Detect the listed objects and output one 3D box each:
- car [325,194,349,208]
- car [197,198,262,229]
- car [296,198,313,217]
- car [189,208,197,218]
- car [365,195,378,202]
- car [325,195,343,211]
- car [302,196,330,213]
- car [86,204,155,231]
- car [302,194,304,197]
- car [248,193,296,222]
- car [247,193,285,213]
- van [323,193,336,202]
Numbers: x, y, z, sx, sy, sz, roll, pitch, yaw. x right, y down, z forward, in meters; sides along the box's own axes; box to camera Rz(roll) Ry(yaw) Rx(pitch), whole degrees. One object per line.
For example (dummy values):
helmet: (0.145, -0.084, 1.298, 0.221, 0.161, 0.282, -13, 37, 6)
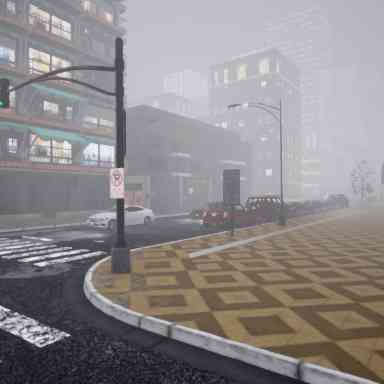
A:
car: (18.995, 1.167, 43.302, 2.192, 1.841, 5.009, -1, 0, 36)
car: (2.439, 1.352, 20.765, 1.967, 1.590, 4.097, -1, 0, 36)
car: (9.064, 1.470, 29.779, 1.802, 1.307, 4.206, -1, 0, 36)
car: (1.986, 1.514, 29.291, 2.033, 1.411, 5.357, -1, 0, 36)
car: (35.555, 1.333, 65.838, 1.887, 1.381, 4.507, -1, 0, 36)
car: (15.686, 1.415, 38.794, 2.008, 1.369, 4.403, -1, 0, 36)
car: (12.375, 1.421, 34.287, 1.887, 1.381, 4.507, -1, 0, 36)
car: (-4.303, 1.515, 20.734, 1.812, 1.442, 4.674, -1, 0, 36)
car: (22.481, 1.439, 61.352, 1.752, 1.417, 4.829, -1, 0, 36)
car: (5.750, 1.215, 25.273, 2.192, 1.841, 5.009, -1, 0, 36)
car: (8.568, 1.163, 38.230, 2.150, 2.045, 5.566, -1, 0, 37)
van: (29.203, 1.229, 70.504, 1.690, 1.788, 3.998, -1, 0, 36)
